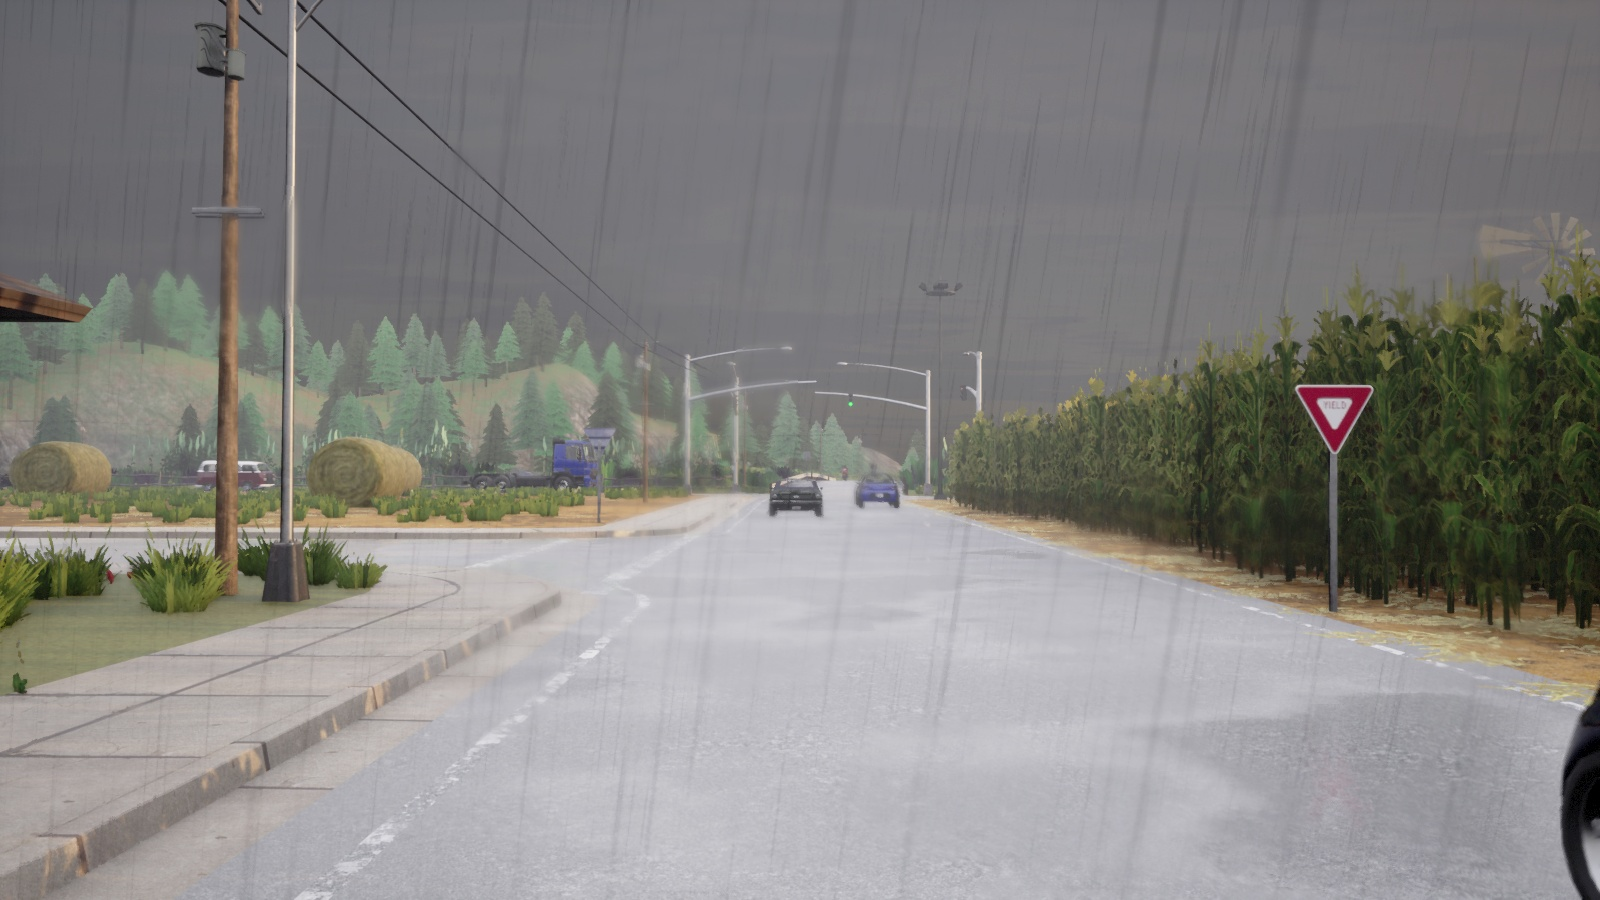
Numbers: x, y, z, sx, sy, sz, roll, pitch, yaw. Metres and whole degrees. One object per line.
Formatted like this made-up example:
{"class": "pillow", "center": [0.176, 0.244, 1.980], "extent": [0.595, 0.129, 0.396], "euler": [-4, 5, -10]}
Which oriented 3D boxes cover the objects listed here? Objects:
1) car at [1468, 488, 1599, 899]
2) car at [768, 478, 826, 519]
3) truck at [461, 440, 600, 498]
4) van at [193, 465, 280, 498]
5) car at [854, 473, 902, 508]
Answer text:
{"class": "car", "center": [3.492, 0.865, 2.989], "extent": [1.845, 1.501, 3.633], "euler": [0, -1, 0]}
{"class": "car", "center": [-0.109, 1.649, 43.765], "extent": [1.895, 1.301, 4.718], "euler": [0, -1, 0]}
{"class": "truck", "center": [-16.616, 1.166, 77.707], "extent": [7.936, 3.462, 2.891], "euler": [0, -1, 3]}
{"class": "van", "center": [-35.246, 1.962, 78.622], "extent": [4.480, 2.038, 2.069], "euler": [0, -1, 3]}
{"class": "car", "center": [3.364, 1.730, 54.640], "extent": [1.816, 1.474, 4.193], "euler": [0, -1, 0]}
